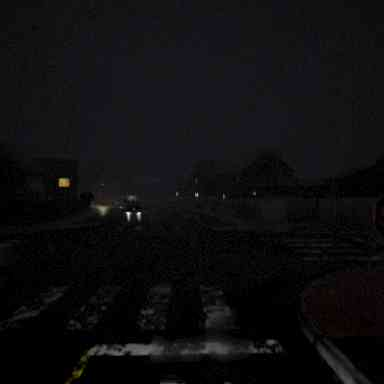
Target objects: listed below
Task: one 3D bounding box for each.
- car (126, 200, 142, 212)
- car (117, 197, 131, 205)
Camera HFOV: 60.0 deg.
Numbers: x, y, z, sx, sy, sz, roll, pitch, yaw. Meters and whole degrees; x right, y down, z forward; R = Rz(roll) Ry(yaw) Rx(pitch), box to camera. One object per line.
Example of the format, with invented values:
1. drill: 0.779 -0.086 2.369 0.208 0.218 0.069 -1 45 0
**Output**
1. car: -7.269 1.659 41.154 2.033 1.411 5.357 0 0 -12
2. car: -12.442 1.627 60.731 1.994 1.385 4.181 0 0 -18
